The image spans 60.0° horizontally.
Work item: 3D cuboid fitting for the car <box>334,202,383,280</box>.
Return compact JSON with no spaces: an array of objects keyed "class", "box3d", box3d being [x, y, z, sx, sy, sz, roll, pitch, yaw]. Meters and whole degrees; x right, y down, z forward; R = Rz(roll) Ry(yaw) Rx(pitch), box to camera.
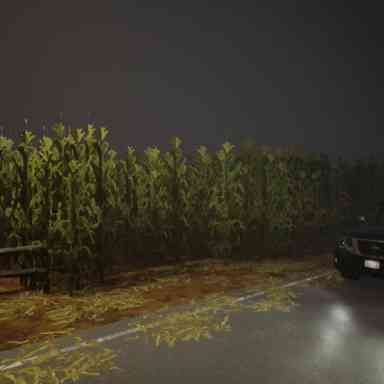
[{"class":"car","box3d":[6.035,1.217,8.906,5.566,2.045,2.150,0,0,-39]}]
